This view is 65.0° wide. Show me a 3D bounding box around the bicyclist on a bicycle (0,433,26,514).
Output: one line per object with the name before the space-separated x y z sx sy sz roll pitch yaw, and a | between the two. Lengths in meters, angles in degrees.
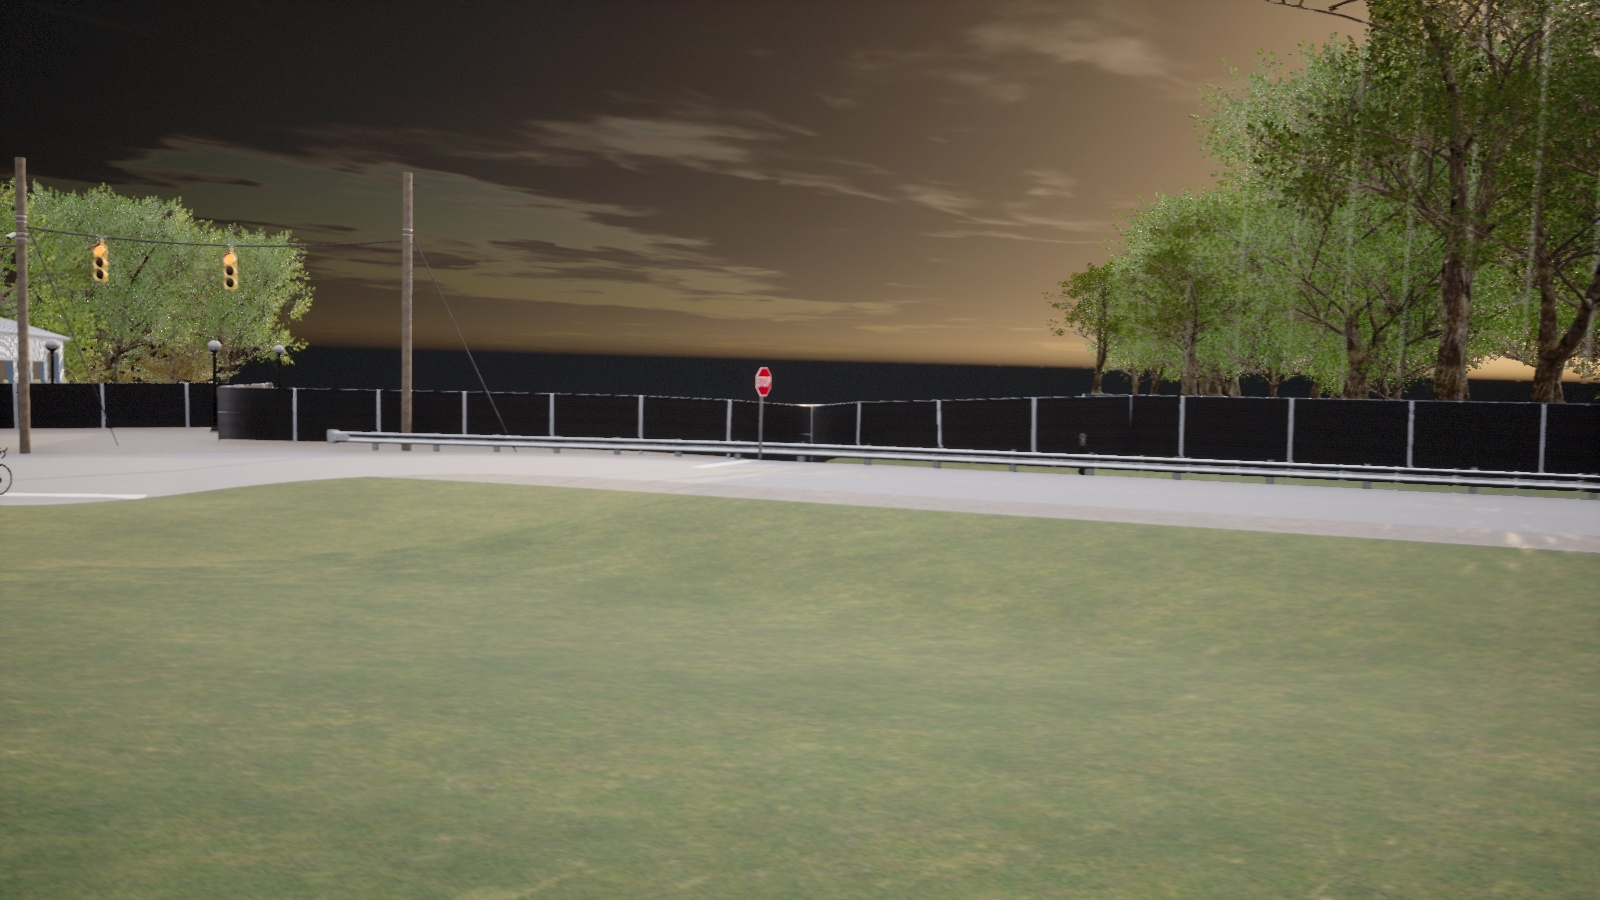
bicyclist on a bicycle | -16.633 0.494 25.553 0.582 1.620 1.656 1 3 6
